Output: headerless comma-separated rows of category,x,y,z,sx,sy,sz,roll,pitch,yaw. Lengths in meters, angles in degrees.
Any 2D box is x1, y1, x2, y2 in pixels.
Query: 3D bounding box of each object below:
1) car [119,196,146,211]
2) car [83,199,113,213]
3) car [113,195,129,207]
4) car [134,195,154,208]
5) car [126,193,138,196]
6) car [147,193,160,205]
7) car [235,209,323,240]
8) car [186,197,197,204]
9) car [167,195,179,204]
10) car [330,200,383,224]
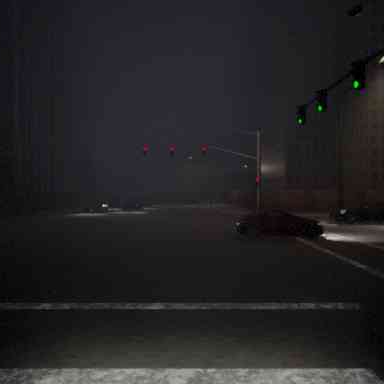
car,-7.156,1.526,40.535,1.812,1.442,4.674,0,0,-1
car,-10.707,1.547,37.542,2.033,1.411,5.357,0,0,-3
car,-10.687,1.547,47.617,2.033,1.411,5.357,0,0,0
car,-7.185,1.525,49.629,1.812,1.442,4.674,0,0,0
car,-10.669,1.221,58.307,2.150,2.045,5.566,0,0,0
car,-7.158,1.221,60.156,2.150,2.045,5.566,0,0,1
car,4.283,1.564,16.626,4.181,1.385,1.994,0,0,-1
car,-0.124,1.564,64.935,1.994,1.385,4.181,0,0,0
car,-3.624,1.352,64.898,2.097,1.767,4.553,0,0,0
car,12.368,1.352,23.875,4.553,1.767,2.097,0,0,0
